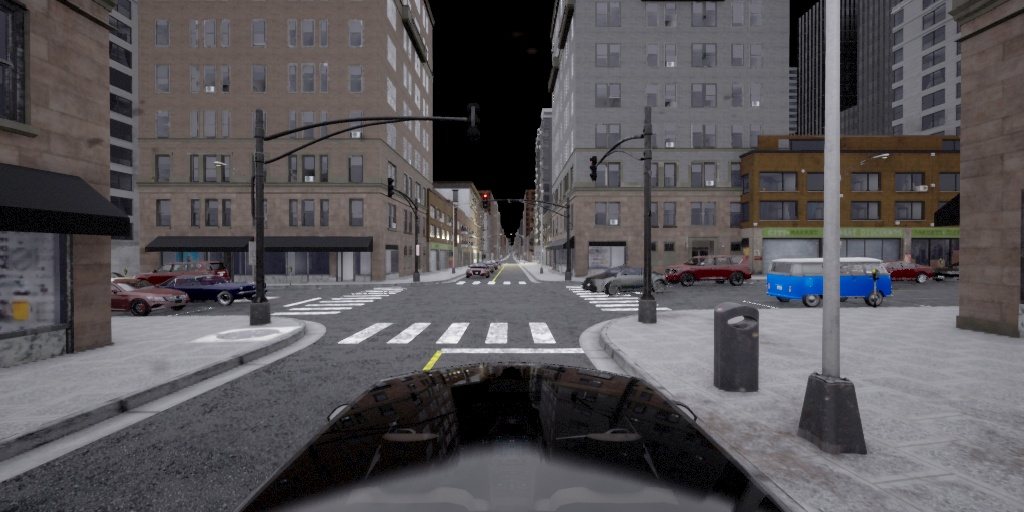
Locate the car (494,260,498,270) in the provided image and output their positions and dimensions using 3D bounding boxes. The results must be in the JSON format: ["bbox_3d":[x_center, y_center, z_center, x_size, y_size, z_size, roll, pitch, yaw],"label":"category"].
[{"bbox_3d":[-3.105,1.256,43.003,2.128,1.511,4.902,0,0,0],"label":"car"}]

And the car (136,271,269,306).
[{"bbox_3d":[-13.959,1.517,16.362,4.718,1.301,1.895,-1,0,0],"label":"car"}]

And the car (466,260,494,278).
[{"bbox_3d":[-3.096,1.319,33.643,1.994,1.385,4.181,0,0,1],"label":"car"}]

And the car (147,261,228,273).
[{"bbox_3d":[-20.351,1.271,22.207,5.009,1.841,2.192,0,0,0],"label":"car"}]

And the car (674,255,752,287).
[{"bbox_3d":[12.090,0.872,22.298,5.009,1.841,2.192,0,0,0],"label":"car"}]

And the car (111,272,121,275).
[{"bbox_3d":[-26.026,1.552,22.192,4.829,1.417,1.751,0,0,0],"label":"car"}]

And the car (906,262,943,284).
[{"bbox_3d":[23.307,0.964,22.329,4.507,1.381,1.888,0,0,0],"label":"car"}]

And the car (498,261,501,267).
[{"bbox_3d":[-3.095,1.304,53.653,1.812,1.442,4.674,0,0,0],"label":"car"}]

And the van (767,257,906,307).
[{"bbox_3d":[12.114,0.957,13.772,3.998,1.789,1.690,0,0,0],"label":"van"}]

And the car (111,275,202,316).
[{"bbox_3d":[-14.822,1.528,13.697,4.207,1.307,1.802,0,0,0],"label":"car"}]

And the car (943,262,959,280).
[{"bbox_3d":[28.917,0.916,22.345,4.313,1.339,1.948,0,0,0],"label":"car"}]

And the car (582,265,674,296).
[{"bbox_3d":[5.786,1.233,18.567,4.181,1.385,1.994,-1,0,-14],"label":"car"}]
